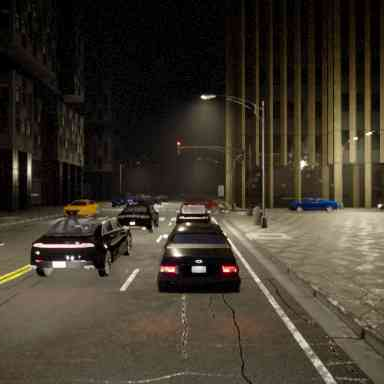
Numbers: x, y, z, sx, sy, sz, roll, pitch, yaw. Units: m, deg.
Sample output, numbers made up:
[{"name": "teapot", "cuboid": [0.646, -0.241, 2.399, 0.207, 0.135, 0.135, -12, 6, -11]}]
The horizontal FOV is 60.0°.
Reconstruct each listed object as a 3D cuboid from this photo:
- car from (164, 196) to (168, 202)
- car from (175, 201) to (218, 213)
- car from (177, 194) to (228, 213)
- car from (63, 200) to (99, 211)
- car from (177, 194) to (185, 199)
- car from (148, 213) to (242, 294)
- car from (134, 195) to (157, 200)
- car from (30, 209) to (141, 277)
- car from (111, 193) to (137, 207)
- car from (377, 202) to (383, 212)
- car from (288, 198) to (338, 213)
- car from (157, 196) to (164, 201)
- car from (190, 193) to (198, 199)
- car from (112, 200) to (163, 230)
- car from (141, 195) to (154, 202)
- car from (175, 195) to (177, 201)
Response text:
[{"name": "car", "cuboid": [-6.155, 1.424, 69.010, 1.895, 1.301, 4.718, 0, 0, 0]}, {"name": "car", "cuboid": [0.092, 1.473, 18.695, 2.128, 1.511, 4.902, 0, 0, 0]}, {"name": "car", "cuboid": [1.259, 1.302, 32.865, 4.553, 1.767, 2.097, 0, 0, 21]}, {"name": "car", "cuboid": [-9.704, 1.438, 29.335, 1.882, 1.535, 5.008, 0, 0, 0]}, {"name": "car", "cuboid": [-2.808, 1.177, 87.564, 1.895, 1.301, 4.718, 0, 0, 0]}, {"name": "car", "cuboid": [0.143, 1.543, 8.951, 2.033, 1.411, 5.357, 0, 0, 0]}, {"name": "car", "cuboid": [-6.304, 1.480, 45.085, 1.994, 1.385, 4.181, 0, 0, -2]}, {"name": "car", "cuboid": [-3.101, 1.486, 10.225, 2.128, 1.511, 4.902, 0, 0, 0]}, {"name": "car", "cuboid": [-9.616, 1.134, 46.229, 2.150, 2.045, 5.566, 0, 0, 0]}, {"name": "car", "cuboid": [22.176, 1.339, 35.018, 4.902, 1.511, 2.128, 0, 0, 0]}, {"name": "car", "cuboid": [12.710, 1.365, 35.047, 5.008, 1.535, 1.882, 0, 0, 1]}, {"name": "car", "cuboid": [-6.307, 1.477, 55.969, 1.895, 1.301, 4.718, 0, 0, 0]}, {"name": "car", "cuboid": [0.442, 1.107, 87.517, 2.128, 1.511, 4.902, 0, 0, 0]}, {"name": "car", "cuboid": [-3.054, 1.458, 19.601, 1.882, 1.535, 5.008, 0, 0, 0]}, {"name": "car", "cuboid": [-9.395, 1.357, 70.707, 2.033, 1.411, 5.357, 0, 0, 0]}, {"name": "car", "cuboid": [-2.861, 1.308, 77.112, 2.128, 1.511, 4.902, 0, 0, 0]}]
